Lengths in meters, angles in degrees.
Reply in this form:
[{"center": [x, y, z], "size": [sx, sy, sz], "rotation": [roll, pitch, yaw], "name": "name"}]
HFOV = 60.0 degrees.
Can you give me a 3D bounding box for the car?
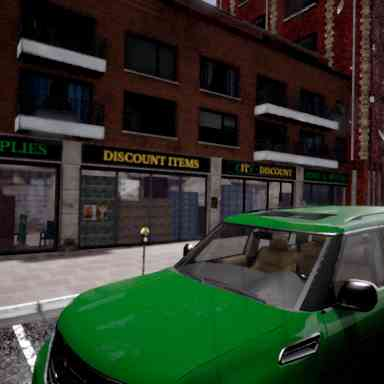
[{"center": [1.259, 1.224, 3.840], "size": [5.566, 2.045, 2.150], "rotation": [0, 0, -35], "name": "car"}]
